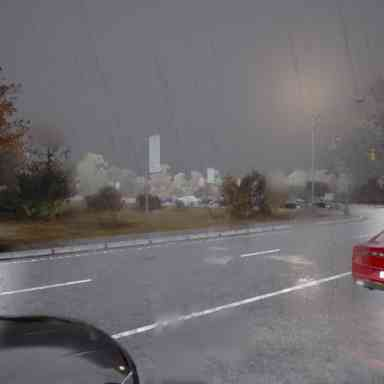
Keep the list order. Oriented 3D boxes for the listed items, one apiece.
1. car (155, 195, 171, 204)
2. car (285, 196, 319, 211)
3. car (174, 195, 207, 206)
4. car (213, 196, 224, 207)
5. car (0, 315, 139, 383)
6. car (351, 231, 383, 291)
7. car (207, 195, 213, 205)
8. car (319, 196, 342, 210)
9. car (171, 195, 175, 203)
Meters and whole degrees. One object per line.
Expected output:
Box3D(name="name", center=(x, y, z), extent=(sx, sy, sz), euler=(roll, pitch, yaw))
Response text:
Box3D(name="car", center=(-6.311, 1.325, 58.984), extent=(1.812, 1.442, 4.674), euler=(-1, 0, -39))
Box3D(name="car", center=(11.099, 1.277, 37.168), extent=(2.128, 1.511, 4.902), euler=(-1, 0, -39))
Box3D(name="car", center=(-0.270, 1.321, 51.366), extent=(1.812, 1.442, 4.674), euler=(-1, 0, -38))
Box3D(name="car", center=(5.399, 1.143, 44.285), extent=(2.097, 1.767, 4.553), euler=(-1, 0, -39))
Box3D(name="car", center=(-2.647, 1.492, 1.839), extent=(4.902, 1.511, 2.128), euler=(0, 0, -36))
Box3D(name="car", center=(5.776, 1.445, 7.856), extent=(5.008, 1.535, 1.882), euler=(0, 0, -35))
Box3D(name="car", center=(2.666, 1.256, 53.307), extent=(2.128, 1.511, 4.902), euler=(-1, 0, -39))
Box3D(name="car", center=(14.713, 1.246, 38.268), extent=(2.128, 1.511, 4.902), euler=(-1, 0, -39))
Box3D(name="car", center=(-3.828, 1.261, 61.479), extent=(2.128, 1.511, 4.902), euler=(-1, 0, -38))
